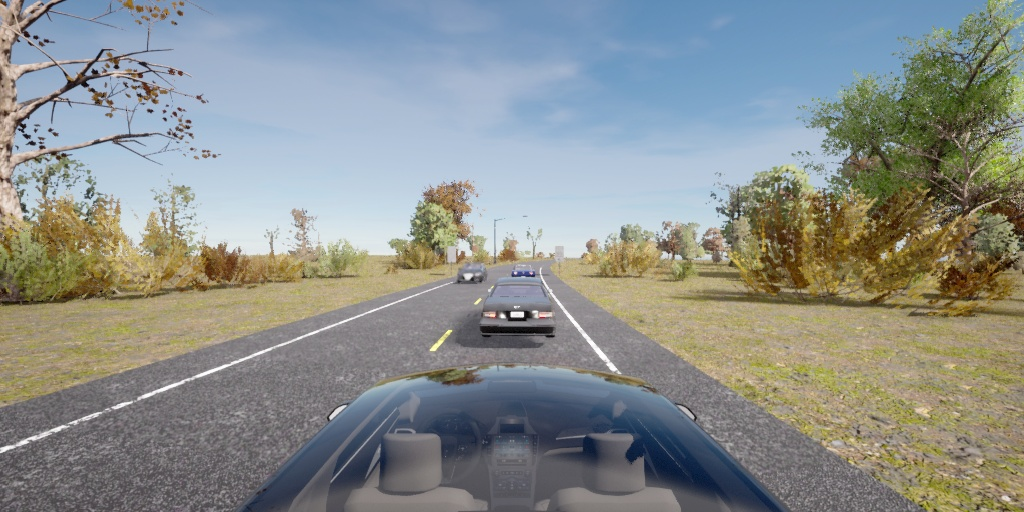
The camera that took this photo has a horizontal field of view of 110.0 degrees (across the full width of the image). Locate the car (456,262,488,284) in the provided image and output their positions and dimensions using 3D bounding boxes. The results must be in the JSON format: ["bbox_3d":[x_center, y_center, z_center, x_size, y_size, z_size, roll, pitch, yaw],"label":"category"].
[{"bbox_3d":[-2.896,1.247,27.028,2.128,1.511,4.902,0,0,3],"label":"car"}]

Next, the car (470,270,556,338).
[{"bbox_3d":[0.210,1.299,10.181,2.033,1.411,5.357,0,0,2],"label":"car"}]

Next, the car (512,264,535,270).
[{"bbox_3d":[0.947,1.353,29.774,1.895,1.301,4.718,0,0,2],"label":"car"}]
